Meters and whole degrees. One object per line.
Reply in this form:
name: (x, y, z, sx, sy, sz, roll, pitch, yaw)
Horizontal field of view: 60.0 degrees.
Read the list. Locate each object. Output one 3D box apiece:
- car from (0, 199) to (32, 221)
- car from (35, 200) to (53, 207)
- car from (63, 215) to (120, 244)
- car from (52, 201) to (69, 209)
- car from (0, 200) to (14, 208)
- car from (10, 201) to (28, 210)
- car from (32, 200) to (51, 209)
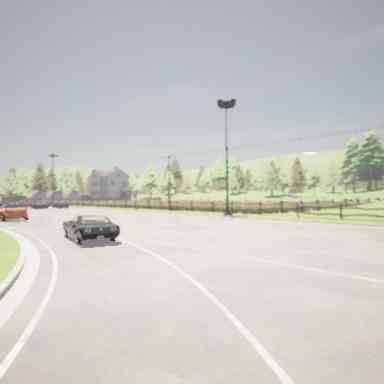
car: (-17.571, 1.838, 32.354, 2.097, 1.767, 4.553, 0, -1, -40)
car: (-31.267, 2.360, 70.004, 2.033, 1.411, 5.357, 0, -1, -40)
car: (-5.356, 1.823, 17.220, 1.895, 1.301, 4.718, 0, -1, -31)
car: (-24.525, 2.338, 62.059, 2.128, 1.511, 4.902, 0, -1, -40)
car: (-36.605, 2.377, 65.475, 1.994, 1.385, 4.181, 0, -1, -40)
car: (-30.132, 2.382, 57.847, 1.812, 1.442, 4.674, 0, -1, -40)
car: (-27.482, 2.455, 60.134, 1.895, 1.301, 4.718, 0, -1, -40)
